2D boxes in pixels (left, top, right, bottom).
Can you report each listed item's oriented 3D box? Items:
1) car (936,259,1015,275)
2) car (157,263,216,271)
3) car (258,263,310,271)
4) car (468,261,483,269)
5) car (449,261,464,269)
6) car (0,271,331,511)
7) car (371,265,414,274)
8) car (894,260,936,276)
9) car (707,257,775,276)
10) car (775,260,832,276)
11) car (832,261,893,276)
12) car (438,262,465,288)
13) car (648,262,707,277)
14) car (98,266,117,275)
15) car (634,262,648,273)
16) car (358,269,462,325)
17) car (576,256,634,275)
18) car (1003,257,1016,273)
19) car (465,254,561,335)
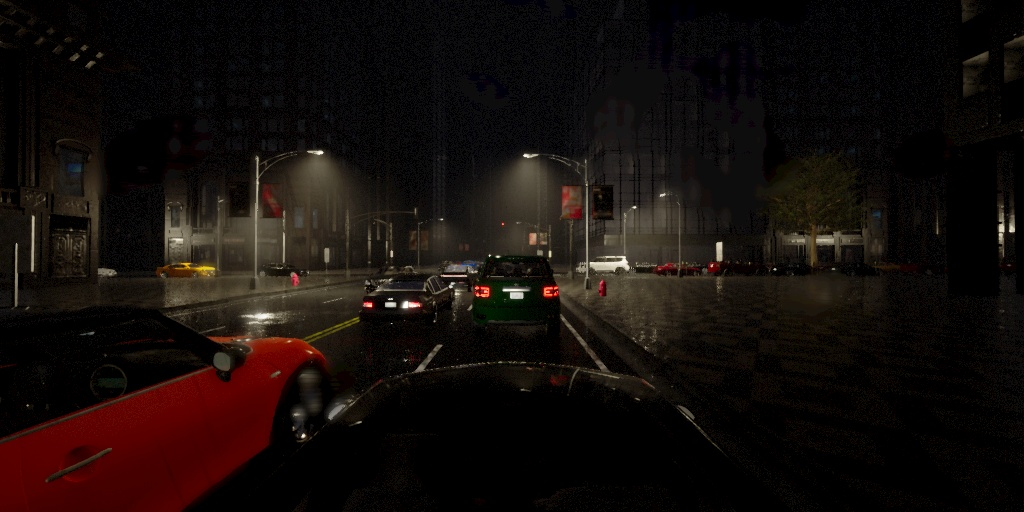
[{"bbox_3d":[43.552,1.213,33.754,4.507,1.381,1.888,0,0,-1],"label":"car"},{"bbox_3d":[-32.079,1.448,35.465,5.008,1.535,1.882,0,-1,0],"label":"car"},{"bbox_3d":[-22.563,1.432,35.440,4.892,1.490,1.837,0,-1,0],"label":"car"},{"bbox_3d":[-6.466,1.599,64.055,2.033,1.411,5.357,0,0,1],"label":"car"},{"bbox_3d":[-9.726,1.571,63.200,1.812,1.442,4.674,0,0,1],"label":"car"},{"bbox_3d":[-3.147,1.102,2.326,2.097,1.767,4.553,0,0,0],"label":"car"},{"bbox_3d":[-6.569,1.287,20.119,1.837,1.490,4.892,0,0,0],"label":"car"},{"bbox_3d":[42.562,1.178,36.370,5.008,1.535,1.882,0,-1,0],"label":"car"},{"bbox_3d":[21.001,1.040,33.436,5.009,1.841,2.192,0,0,-1],"label":"car"},{"bbox_3d":[26.638,1.275,33.515,4.313,1.339,1.948,0,0,-1],"label":"car"},{"bbox_3d":[32.275,1.259,33.595,4.313,1.339,1.948,0,0,-1],"label":"car"},{"bbox_3d":[-3.126,1.280,21.474,2.128,1.511,4.902,0,0,0],"label":"car"},{"bbox_3d":[15.362,1.327,33.357,4.207,1.307,1.802,0,0,-1],"label":"car"},{"bbox_3d":[-42.078,1.542,35.490,4.674,1.442,1.812,0,-1,0],"label":"car"},{"bbox_3d":[15.245,1.412,41.881,4.313,1.339,1.948,0,0,-1],"label":"car"},{"bbox_3d":[-3.122,1.307,11.737,2.033,1.411,5.357,0,0,0],"label":"car"},{"bbox_3d":[9.867,1.053,39.058,5.566,2.045,2.150,0,-1,-1],"label":"car"},{"bbox_3d":[49.191,0.972,33.833,5.009,1.841,2.192,0,0,-1],"label":"car"},{"bbox_3d":[0.113,0.979,10.654,2.150,2.045,5.566,0,0,0],"label":"car"}]
